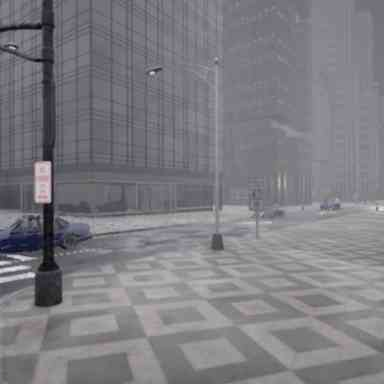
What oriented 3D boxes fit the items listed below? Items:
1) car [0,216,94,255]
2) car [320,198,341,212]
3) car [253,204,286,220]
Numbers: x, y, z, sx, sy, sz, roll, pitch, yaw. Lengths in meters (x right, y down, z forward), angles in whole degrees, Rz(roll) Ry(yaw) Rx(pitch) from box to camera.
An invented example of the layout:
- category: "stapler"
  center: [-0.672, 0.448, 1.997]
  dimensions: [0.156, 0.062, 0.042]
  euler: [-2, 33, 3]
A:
- category: "car"
  center: [-6.453, 1.655, 12.964]
  dimensions: [2.033, 1.411, 5.357]
  euler: [0, -1, 36]
- category: "car"
  center: [21.927, 1.928, 52.617]
  dimensions: [2.150, 2.045, 5.566]
  euler: [0, -1, 36]
- category: "car"
  center: [7.716, 1.933, 32.759]
  dimensions: [2.128, 1.511, 4.902]
  euler: [0, -1, 36]
